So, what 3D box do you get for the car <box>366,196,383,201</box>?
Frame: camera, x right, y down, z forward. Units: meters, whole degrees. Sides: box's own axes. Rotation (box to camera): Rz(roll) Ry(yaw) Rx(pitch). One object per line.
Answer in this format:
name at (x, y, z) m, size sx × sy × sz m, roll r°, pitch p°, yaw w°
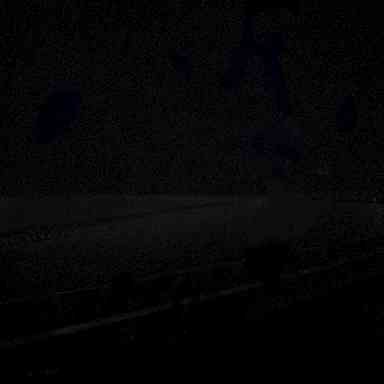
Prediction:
car at (43.350, 1.608, 79.013) m, size 1.895 × 1.301 × 4.718 m, roll 0°, pitch 0°, yaw 1°
